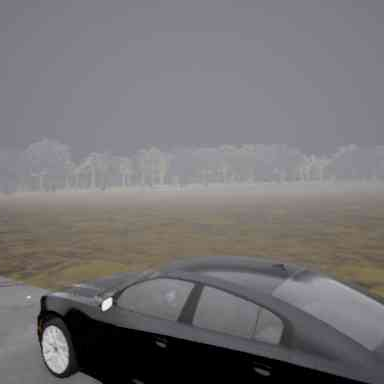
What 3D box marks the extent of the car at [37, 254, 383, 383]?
[{"bbox_3d":[0.190,1.482,3.826,5.008,1.535,1.882,0,0,36],"label":"car"}]
